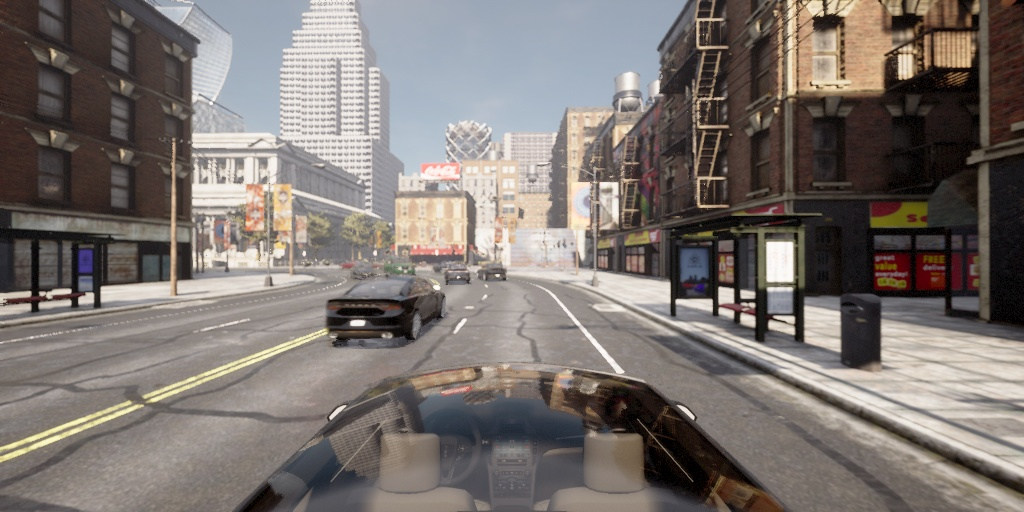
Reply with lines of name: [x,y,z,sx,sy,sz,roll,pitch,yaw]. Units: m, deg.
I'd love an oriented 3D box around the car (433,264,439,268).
car: [-8.174,1.464,43.871,1.812,1.442,4.674,0,0,-36]

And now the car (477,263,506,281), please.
car: [-1.860,1.379,31.637,1.837,1.490,4.892,0,-1,-16]

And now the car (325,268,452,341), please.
car: [-3.185,1.268,10.014,1.882,1.535,5.008,0,0,1]

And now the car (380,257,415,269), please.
car: [-11.475,1.137,36.350,2.150,2.045,5.566,0,-1,-31]

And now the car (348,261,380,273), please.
car: [-13.720,1.411,33.051,1.837,1.490,4.892,1,0,-28]

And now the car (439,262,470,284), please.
car: [-4.445,1.359,28.408,2.128,1.511,4.902,0,0,-13]
